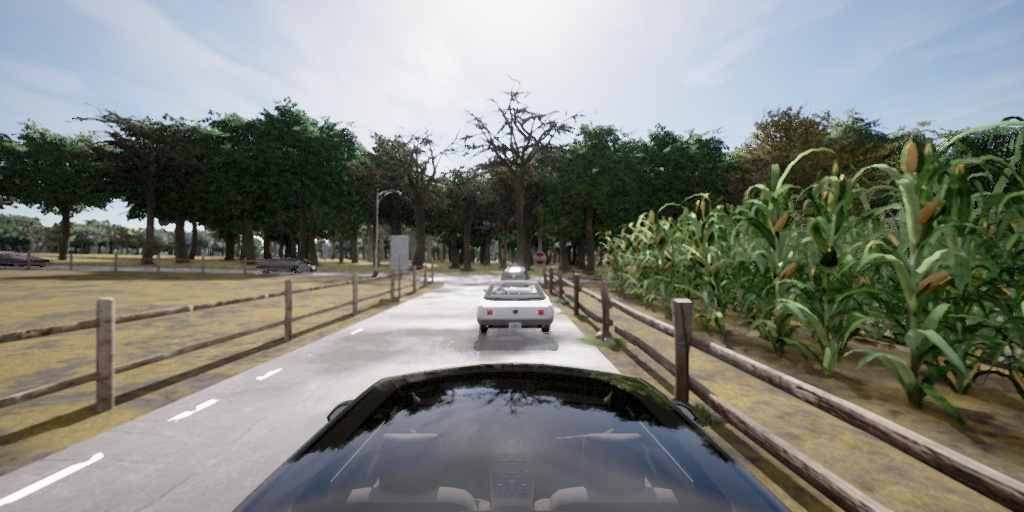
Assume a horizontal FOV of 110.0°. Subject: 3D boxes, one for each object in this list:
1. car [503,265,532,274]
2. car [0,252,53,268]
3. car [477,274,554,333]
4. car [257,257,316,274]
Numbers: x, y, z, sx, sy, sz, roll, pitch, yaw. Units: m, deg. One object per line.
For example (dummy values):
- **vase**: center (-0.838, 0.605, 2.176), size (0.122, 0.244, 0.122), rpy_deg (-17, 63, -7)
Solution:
- **car**: center (0.373, 1.374, 25.731), size (2.033, 1.411, 5.357), rpy_deg (0, 0, 6)
- **car**: center (-46.247, 0.335, 33.266), size (5.357, 1.411, 2.033), rpy_deg (1, 0, 0)
- **car**: center (0.064, 1.379, 10.798), size (1.895, 1.301, 4.718), rpy_deg (0, 0, 0)
- **car**: center (-20.824, 0.882, 33.254), size (4.902, 1.511, 2.128), rpy_deg (1, 0, 0)
